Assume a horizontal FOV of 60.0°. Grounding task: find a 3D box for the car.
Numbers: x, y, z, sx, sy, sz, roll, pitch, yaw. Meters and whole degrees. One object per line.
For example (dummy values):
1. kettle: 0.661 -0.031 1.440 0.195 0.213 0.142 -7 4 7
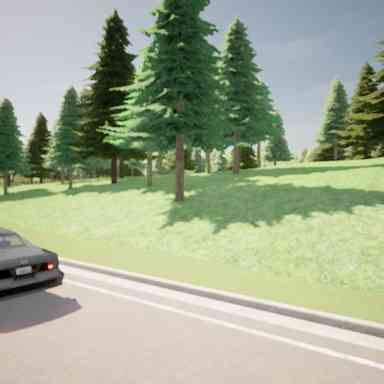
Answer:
1. car: -5.169 1.495 7.666 5.357 1.411 2.033 0 0 36
